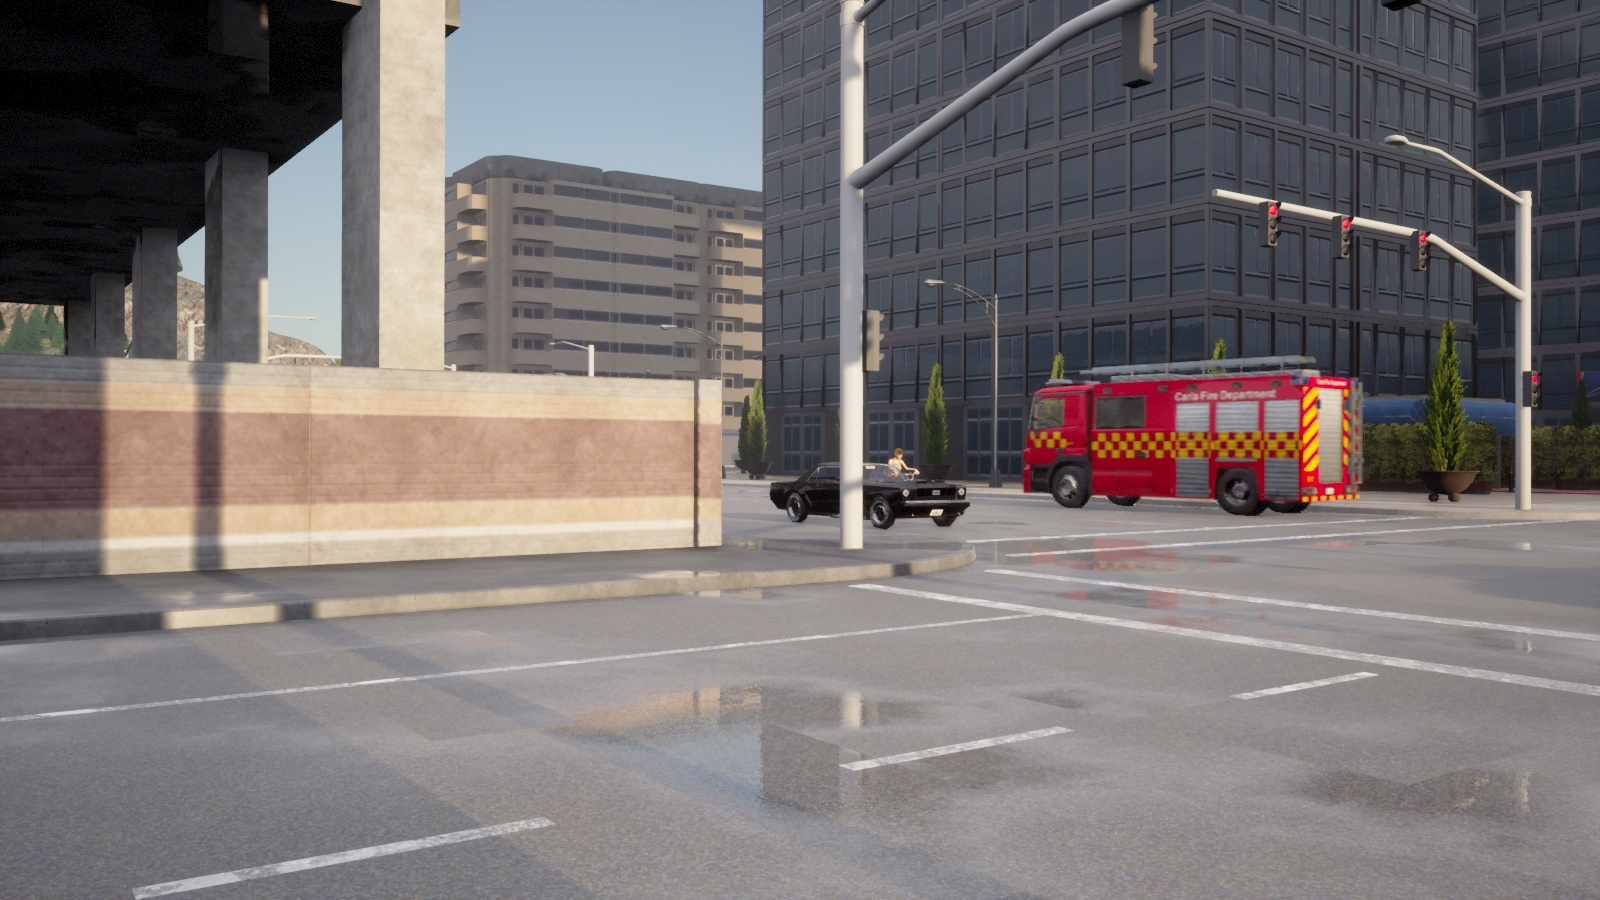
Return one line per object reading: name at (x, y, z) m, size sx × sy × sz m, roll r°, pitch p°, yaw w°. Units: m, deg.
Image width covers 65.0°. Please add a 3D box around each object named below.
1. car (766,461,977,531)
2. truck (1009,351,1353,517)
car at (1.379, 0.907, 26.381) m, size 1.895 × 1.301 × 4.718 m, roll 0°, pitch 0°, yaw -35°
truck at (9.755, -0.359, 33.209) m, size 2.891 × 3.827 × 8.468 m, roll 0°, pitch 0°, yaw -41°
